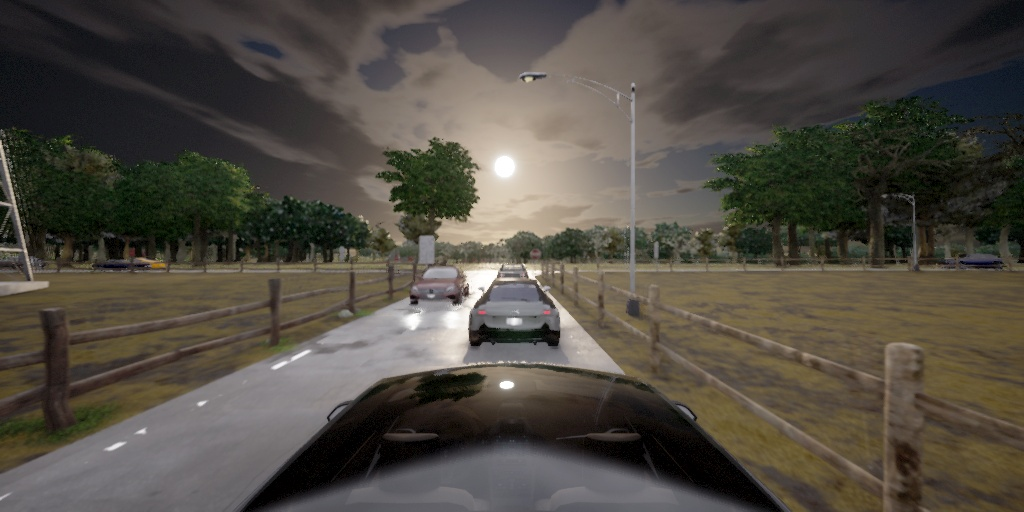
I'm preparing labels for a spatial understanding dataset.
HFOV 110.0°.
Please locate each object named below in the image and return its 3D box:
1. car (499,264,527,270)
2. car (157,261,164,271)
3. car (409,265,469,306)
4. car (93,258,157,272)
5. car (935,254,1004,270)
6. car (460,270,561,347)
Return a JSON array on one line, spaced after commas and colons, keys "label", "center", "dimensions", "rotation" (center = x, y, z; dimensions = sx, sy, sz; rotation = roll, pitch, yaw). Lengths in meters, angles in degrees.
[{"label": "car", "center": [0.047, 1.153, 23.750], "dimensions": [1.895, 1.301, 4.718], "rotation": [0, 0, 0]}, {"label": "car", "center": [-43.560, 0.967, 41.747], "dimensions": [5.008, 1.535, 1.882], "rotation": [0, -1, 0]}, {"label": "car", "center": [-2.852, 1.138, 14.995], "dimensions": [1.812, 1.442, 4.674], "rotation": [0, 0, 0]}, {"label": "car", "center": [-42.093, 1.039, 38.912], "dimensions": [4.718, 1.301, 1.895], "rotation": [0, -1, 0]}, {"label": "car", "center": [47.966, 0.540, 37.761], "dimensions": [4.553, 1.767, 2.097], "rotation": [-1, -1, 16]}, {"label": "car", "center": [0.061, 1.231, 9.049], "dimensions": [1.994, 1.385, 4.181], "rotation": [0, 1, 0]}]
